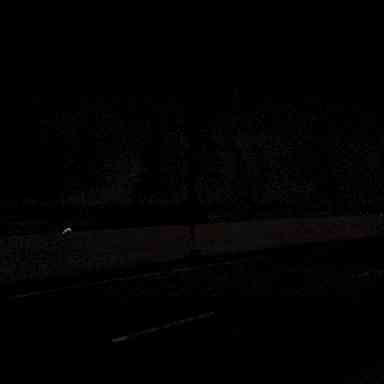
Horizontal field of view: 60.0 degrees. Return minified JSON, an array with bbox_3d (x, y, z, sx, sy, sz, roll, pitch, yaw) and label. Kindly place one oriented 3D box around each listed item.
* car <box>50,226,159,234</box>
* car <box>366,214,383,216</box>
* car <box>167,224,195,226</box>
[{"bbox_3d":[-3.658,1.545,14.212,4.553,1.767,2.097,1,-1,-36],"label":"car"},{"bbox_3d":[18.075,2.039,30.095,4.718,1.301,1.895,0,-1,-21],"label":"car"},{"bbox_3d":[-1.247,1.882,24.319,5.357,1.411,2.033,1,-1,-32],"label":"car"}]
